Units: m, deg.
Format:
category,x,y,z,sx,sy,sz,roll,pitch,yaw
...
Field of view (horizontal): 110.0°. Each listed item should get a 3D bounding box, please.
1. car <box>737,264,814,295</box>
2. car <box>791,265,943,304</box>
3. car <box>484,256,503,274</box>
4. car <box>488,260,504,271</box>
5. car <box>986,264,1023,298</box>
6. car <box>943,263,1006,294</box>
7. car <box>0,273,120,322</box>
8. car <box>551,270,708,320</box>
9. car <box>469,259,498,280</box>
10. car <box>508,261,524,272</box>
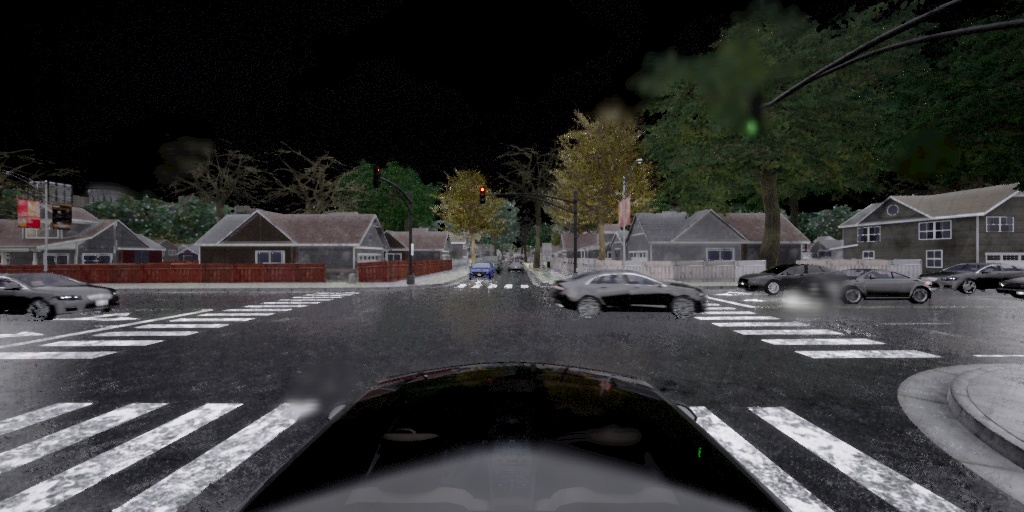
category,x,y,z,sx,sy,sz,roll,pitch,yaw
car,14.262,1.159,18.330,4.892,1.490,1.837,0,0,2
car,14.716,1.217,15.082,4.181,1.385,1.994,0,0,1
car,-2.401,0.994,41.658,2.150,2.045,5.566,0,0,1
car,-2.269,1.331,51.975,2.033,1.411,5.357,0,0,1
car,23.953,1.149,14.935,5.357,1.411,2.033,0,0,1
car,23.592,1.093,18.193,4.902,1.511,2.128,0,0,1
car,-16.265,1.329,12.124,4.902,1.511,2.128,0,0,1
car,3.750,1.209,11.809,4.902,1.511,2.128,0,0,1
car,-2.595,1.242,31.422,1.882,1.535,5.008,0,0,1
car,0.509,1.342,46.673,1.994,1.385,4.181,0,0,1
